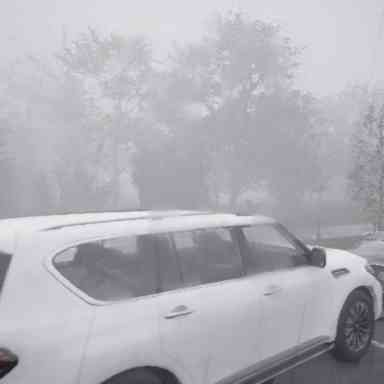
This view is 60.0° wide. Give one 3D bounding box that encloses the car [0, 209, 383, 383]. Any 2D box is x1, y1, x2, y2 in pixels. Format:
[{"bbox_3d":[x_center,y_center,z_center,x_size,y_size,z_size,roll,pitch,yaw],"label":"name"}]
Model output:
[{"bbox_3d":[0.132,1.229,4.149,5.566,2.045,2.435,-1,0,-36],"label":"car"}]
